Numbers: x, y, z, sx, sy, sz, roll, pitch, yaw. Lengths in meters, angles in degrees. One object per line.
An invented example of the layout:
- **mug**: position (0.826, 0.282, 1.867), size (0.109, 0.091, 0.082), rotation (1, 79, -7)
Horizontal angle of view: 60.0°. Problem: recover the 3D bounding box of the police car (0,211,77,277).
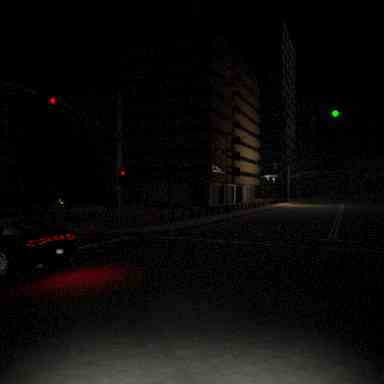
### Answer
- **police car**: position (-5.959, 1.425, 10.200), size (5.238, 1.638, 1.930), rotation (0, 0, 25)
